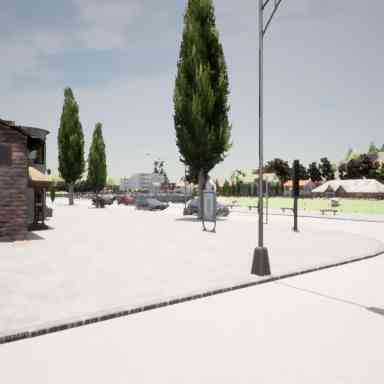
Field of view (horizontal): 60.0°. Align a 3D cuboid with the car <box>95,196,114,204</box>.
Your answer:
[{"bbox_3d":[-16.894,1.478,64.074,1.882,1.535,5.008,0,0,-36],"label":"car"}]

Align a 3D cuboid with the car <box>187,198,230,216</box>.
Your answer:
[{"bbox_3d":[1.482,1.352,31.287,2.097,1.767,4.553,0,0,-36],"label":"car"}]

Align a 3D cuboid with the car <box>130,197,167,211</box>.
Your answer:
[{"bbox_3d":[-5.096,1.548,40.450,2.033,1.411,5.357,0,0,-36],"label":"car"}]

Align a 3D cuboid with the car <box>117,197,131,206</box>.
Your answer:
[{"bbox_3d":[-10.939,1.526,55.782,1.812,1.442,4.674,0,0,-36],"label":"car"}]

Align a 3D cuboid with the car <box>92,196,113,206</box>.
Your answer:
[{"bbox_3d":[-14.572,1.478,53.796,1.882,1.535,5.008,0,0,-35],"label":"car"}]
